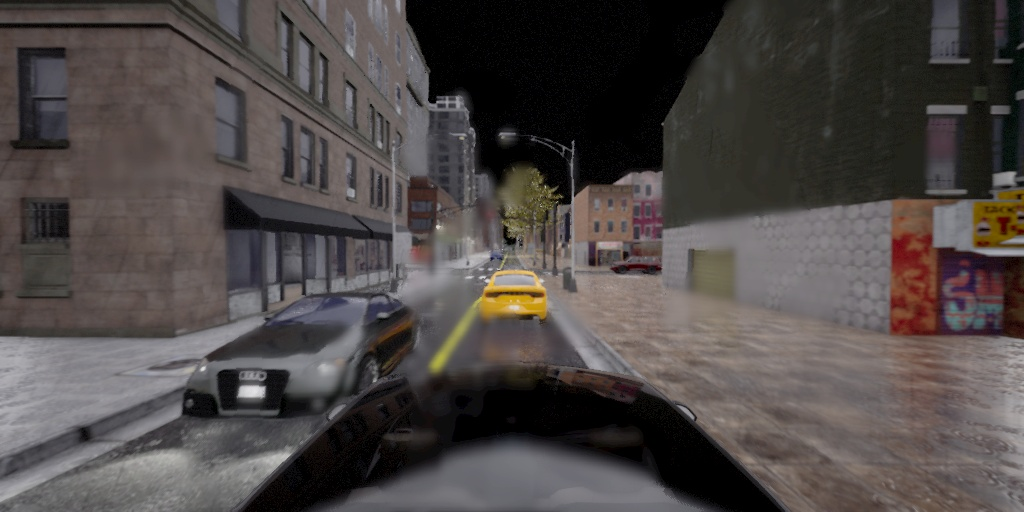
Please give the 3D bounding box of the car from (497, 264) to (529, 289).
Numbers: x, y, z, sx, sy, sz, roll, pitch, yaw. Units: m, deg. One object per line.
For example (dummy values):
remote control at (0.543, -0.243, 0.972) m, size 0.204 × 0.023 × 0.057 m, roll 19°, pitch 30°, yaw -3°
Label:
car at (0.050, 1.228, 23.346) m, size 1.895 × 1.301 × 4.718 m, roll 0°, pitch 1°, yaw 0°

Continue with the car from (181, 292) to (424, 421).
car at (-2.850, 1.311, 5.927) m, size 1.994 × 1.385 × 4.181 m, roll 0°, pitch 0°, yaw 0°

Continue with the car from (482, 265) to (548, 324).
car at (0.085, 1.205, 11.990) m, size 1.882 × 1.535 × 5.008 m, roll 0°, pitch 0°, yaw 0°

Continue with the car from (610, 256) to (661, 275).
car at (12.673, 0.917, 36.891) m, size 5.009 × 1.841 × 2.192 m, roll 0°, pitch 0°, yaw 0°
